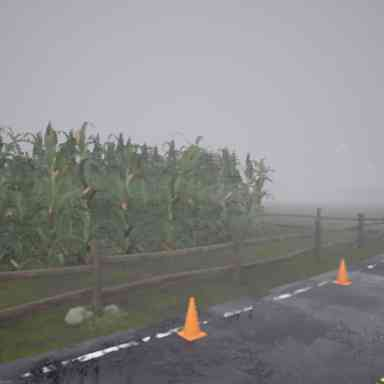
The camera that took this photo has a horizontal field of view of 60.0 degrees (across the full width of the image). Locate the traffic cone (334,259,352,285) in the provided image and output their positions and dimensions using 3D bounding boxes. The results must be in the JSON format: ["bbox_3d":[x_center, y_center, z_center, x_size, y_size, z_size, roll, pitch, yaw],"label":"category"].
[{"bbox_3d":[3.795,1.989,8.367,0.340,0.580,0.340,0,0,-40],"label":"traffic cone"}]

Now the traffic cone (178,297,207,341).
[{"bbox_3d":[0.005,1.975,5.296,0.340,0.580,0.340,0,0,-38],"label":"traffic cone"}]
